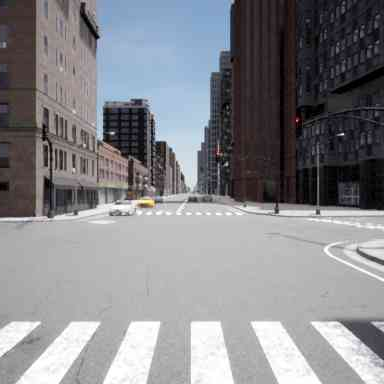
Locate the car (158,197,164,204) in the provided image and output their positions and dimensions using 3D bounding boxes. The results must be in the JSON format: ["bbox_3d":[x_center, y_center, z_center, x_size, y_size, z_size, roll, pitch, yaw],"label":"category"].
[{"bbox_3d":[-6.450,1.574,63.533,1.994,1.385,4.181,0,0,1],"label":"car"}]

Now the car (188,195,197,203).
[{"bbox_3d":[0.113,1.485,70.978,1.882,1.535,5.008,0,0,0],"label":"car"}]

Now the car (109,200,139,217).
[{"bbox_3d":[-6.575,1.530,31.817,1.812,1.442,4.674,0,0,0],"label":"car"}]

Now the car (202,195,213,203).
[{"bbox_3d":[3.363,1.532,70.973,2.128,1.511,4.902,0,0,0],"label":"car"}]

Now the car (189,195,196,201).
[{"bbox_3d":[0.130,1.452,81.397,1.882,1.535,5.008,0,0,0],"label":"car"}]

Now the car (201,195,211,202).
[{"bbox_3d":[3.379,1.499,81.393,2.128,1.511,4.902,0,0,0],"label":"car"}]

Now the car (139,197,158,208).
[{"bbox_3d":[-6.520,1.487,47.670,1.882,1.535,5.008,0,0,0],"label":"car"}]
